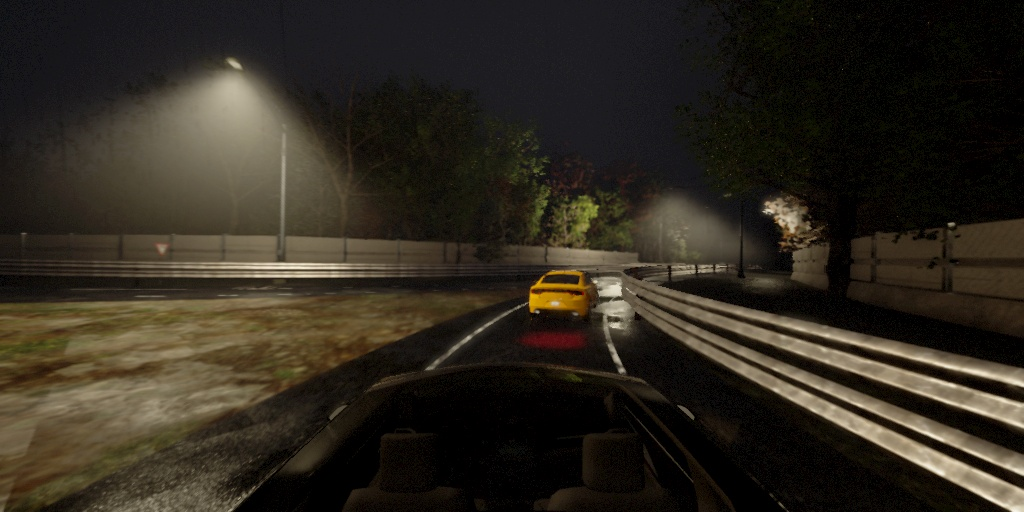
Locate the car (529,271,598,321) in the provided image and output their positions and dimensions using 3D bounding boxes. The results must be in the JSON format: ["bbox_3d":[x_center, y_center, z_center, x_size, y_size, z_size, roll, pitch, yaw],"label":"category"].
[{"bbox_3d":[2.012,1.270,12.997,1.882,1.535,5.008,0,0,17],"label":"car"}]
